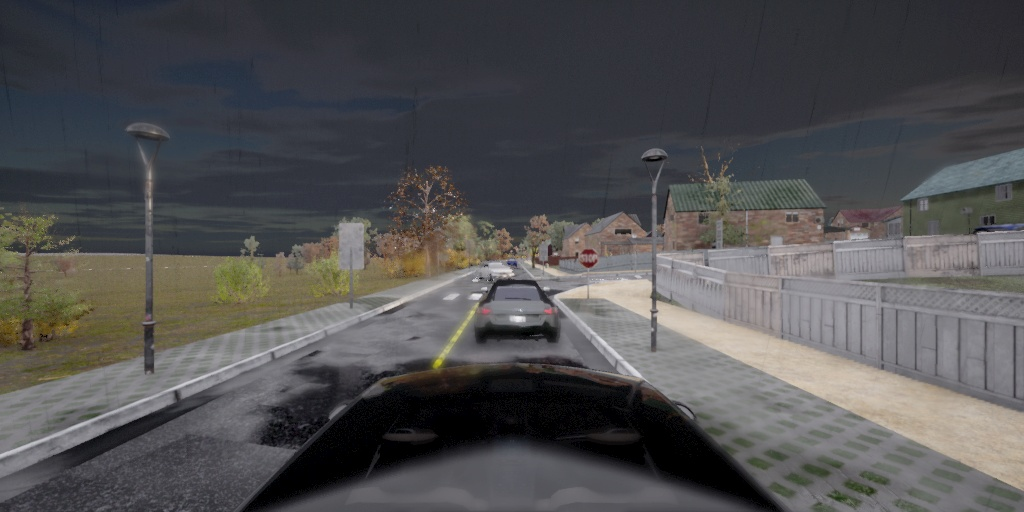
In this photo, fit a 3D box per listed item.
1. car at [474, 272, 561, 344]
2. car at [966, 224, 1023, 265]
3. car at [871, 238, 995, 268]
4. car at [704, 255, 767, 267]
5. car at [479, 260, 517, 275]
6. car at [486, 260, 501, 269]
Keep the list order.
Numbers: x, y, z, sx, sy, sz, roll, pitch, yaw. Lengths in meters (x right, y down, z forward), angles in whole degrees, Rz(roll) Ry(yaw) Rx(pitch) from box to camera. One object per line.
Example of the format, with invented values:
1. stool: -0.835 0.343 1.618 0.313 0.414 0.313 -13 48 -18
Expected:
1. car: 0.100 1.313 9.629 1.994 1.385 4.181 0 0 -1
2. car: 25.728 -0.607 17.096 5.566 2.045 2.150 -3 0 15
3. car: 23.923 -0.139 20.591 4.181 1.385 1.994 -3 0 15
4. car: 14.293 0.400 23.067 5.357 1.411 2.033 -3 0 14
5. car: -1.368 1.265 29.121 1.812 1.442 4.674 -1 0 -21
6. car: -2.829 1.317 57.003 2.033 1.411 5.357 0 0 1
